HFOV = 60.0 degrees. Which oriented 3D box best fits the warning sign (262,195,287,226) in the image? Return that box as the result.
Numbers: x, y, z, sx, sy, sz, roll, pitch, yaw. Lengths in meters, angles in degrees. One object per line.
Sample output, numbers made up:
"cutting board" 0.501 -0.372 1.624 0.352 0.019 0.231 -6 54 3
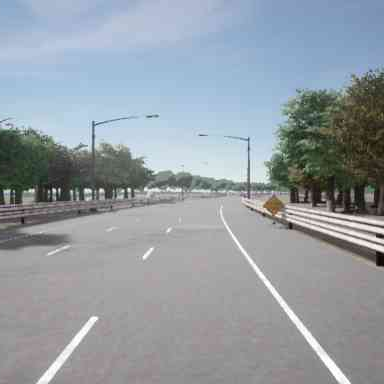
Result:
"warning sign" 5.013 1.108 20.349 1.300 1.860 1.060 0 0 3
